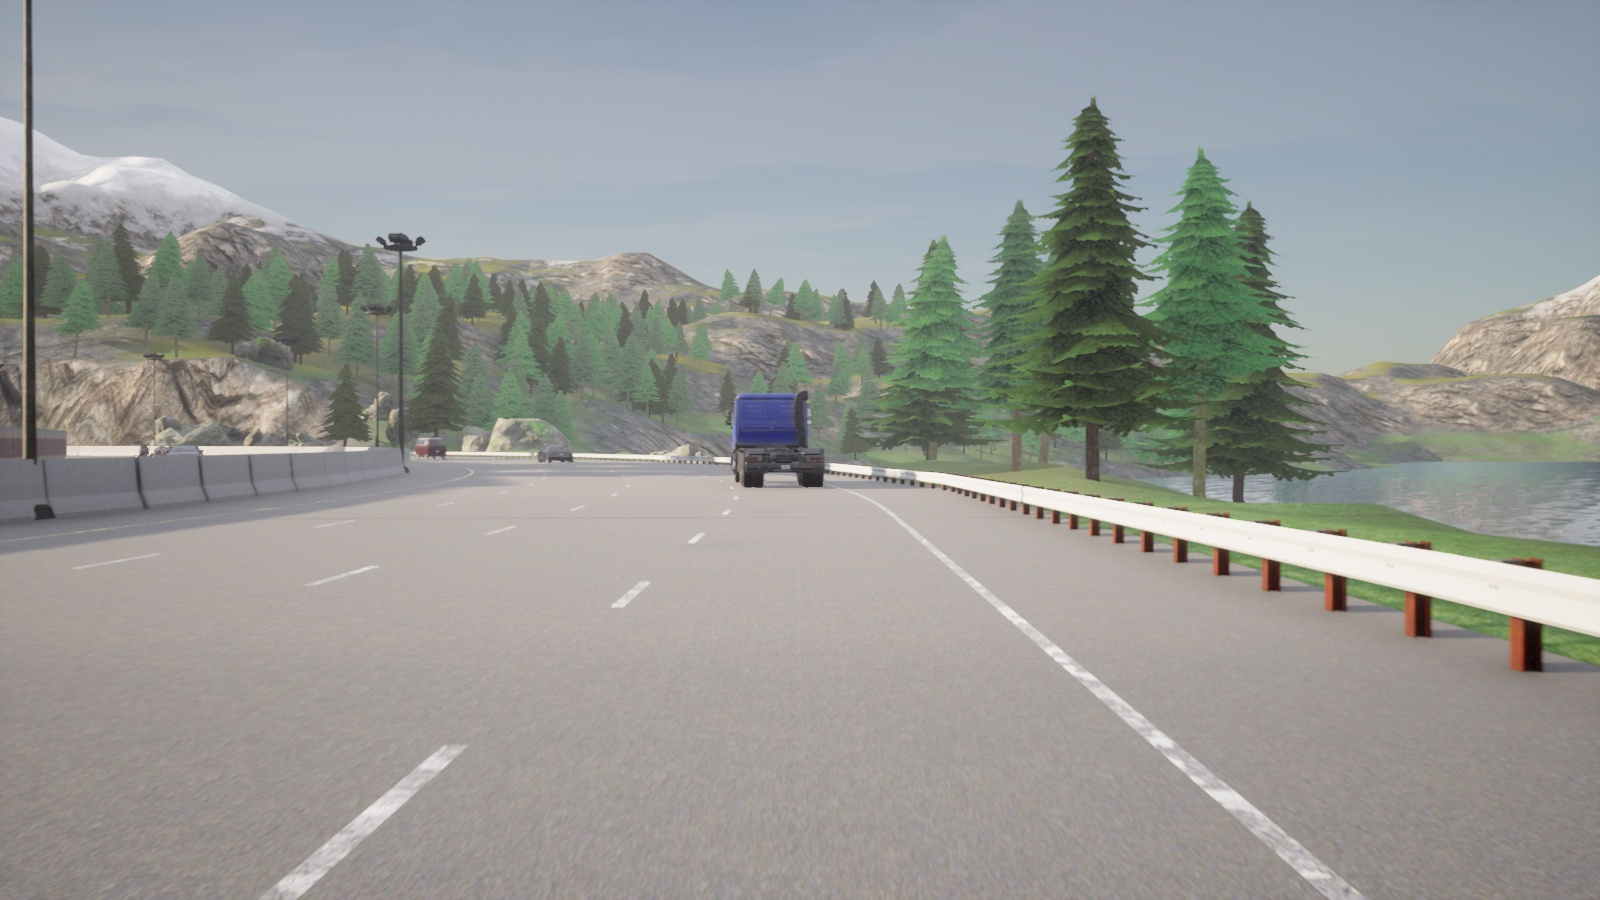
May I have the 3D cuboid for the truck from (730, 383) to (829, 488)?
[{"bbox_3d":[-0.895,-0.491,45.260,2.891,3.462,7.936,0,0,-6],"label":"truck"}]

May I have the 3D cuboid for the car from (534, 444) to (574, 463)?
[{"bbox_3d":[-18.655,0.260,95.055,1.994,1.385,4.181,0,0,-25],"label":"car"}]

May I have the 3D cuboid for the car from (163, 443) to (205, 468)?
[{"bbox_3d":[-36.551,0.322,74.590,1.812,1.442,4.674,0,0,-21],"label":"car"}]
